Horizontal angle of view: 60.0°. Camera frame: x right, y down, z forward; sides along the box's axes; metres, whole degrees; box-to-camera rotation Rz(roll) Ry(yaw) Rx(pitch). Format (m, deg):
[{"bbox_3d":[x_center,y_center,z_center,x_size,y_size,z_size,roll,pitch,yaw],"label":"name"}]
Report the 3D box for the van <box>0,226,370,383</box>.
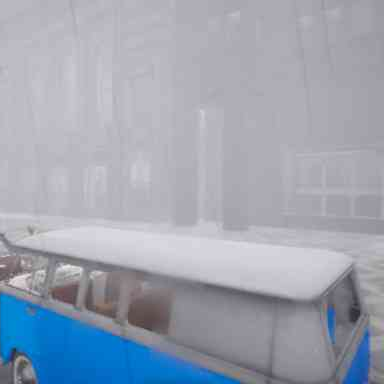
[{"bbox_3d":[-0.390,1.332,3.350,3.998,1.788,1.690,0,1,36],"label":"van"}]
